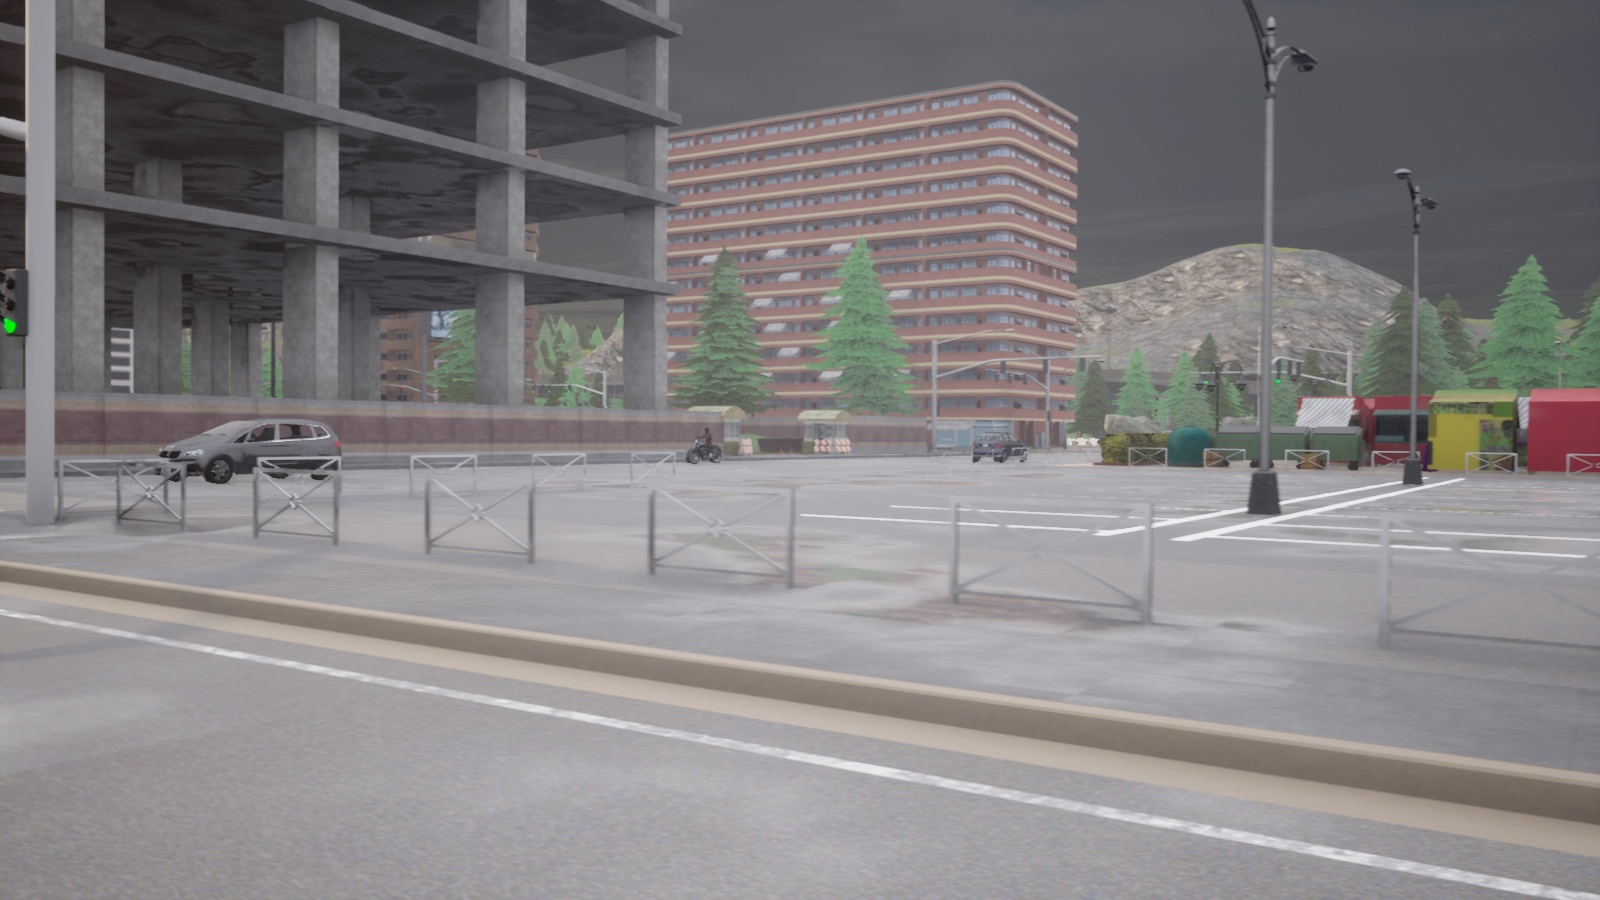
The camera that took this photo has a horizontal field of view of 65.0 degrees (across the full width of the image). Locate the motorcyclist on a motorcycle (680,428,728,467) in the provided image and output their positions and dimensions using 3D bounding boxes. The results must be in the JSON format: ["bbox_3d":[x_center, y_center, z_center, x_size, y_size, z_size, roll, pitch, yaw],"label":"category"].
[{"bbox_3d":[-4.149,-0.110,54.453,0.766,1.649,2.350,0,1,33],"label":"motorcyclist on a motorcycle"}]

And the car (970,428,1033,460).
[{"bbox_3d":[10.224,-0.329,63.535,1.789,1.549,3.705,0,1,33],"label":"car"}]

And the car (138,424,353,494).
[{"bbox_3d":[-14.317,0.176,32.675,2.242,1.667,4.611,0,1,33],"label":"car"}]
